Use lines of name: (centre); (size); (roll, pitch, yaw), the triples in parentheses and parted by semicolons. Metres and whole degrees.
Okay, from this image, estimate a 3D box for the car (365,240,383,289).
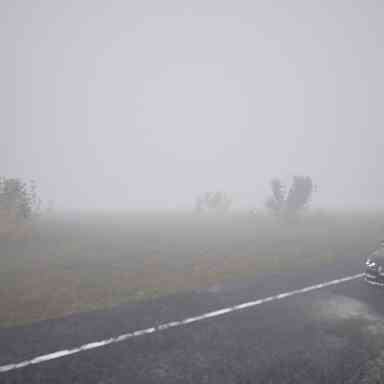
car: (6.220, 1.606, 8.300); (4.892, 1.490, 1.837); (1, -1, -35)
